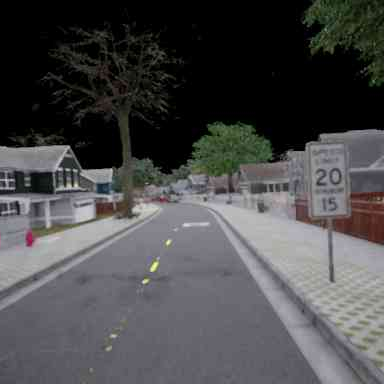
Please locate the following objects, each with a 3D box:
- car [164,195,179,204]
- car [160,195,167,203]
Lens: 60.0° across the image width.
[{"bbox_3d":[-4.380,1.905,76.482,2.033,1.411,5.357,-4,0,-13],"label":"car"},{"bbox_3d":[-6.969,1.763,86.725,2.150,2.045,5.566,-4,0,-16],"label":"car"}]
